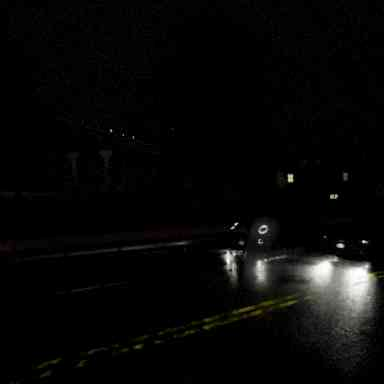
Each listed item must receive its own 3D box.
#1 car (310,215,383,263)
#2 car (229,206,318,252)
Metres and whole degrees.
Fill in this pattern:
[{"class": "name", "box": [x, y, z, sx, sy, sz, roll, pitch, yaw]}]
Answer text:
[{"class": "car", "box": [6.648, 1.652, 12.419, 4.181, 1.385, 1.994, 0, 0, -36]}, {"class": "car", "box": [3.773, 1.431, 14.361, 4.553, 1.767, 2.097, 0, 0, -36]}]
